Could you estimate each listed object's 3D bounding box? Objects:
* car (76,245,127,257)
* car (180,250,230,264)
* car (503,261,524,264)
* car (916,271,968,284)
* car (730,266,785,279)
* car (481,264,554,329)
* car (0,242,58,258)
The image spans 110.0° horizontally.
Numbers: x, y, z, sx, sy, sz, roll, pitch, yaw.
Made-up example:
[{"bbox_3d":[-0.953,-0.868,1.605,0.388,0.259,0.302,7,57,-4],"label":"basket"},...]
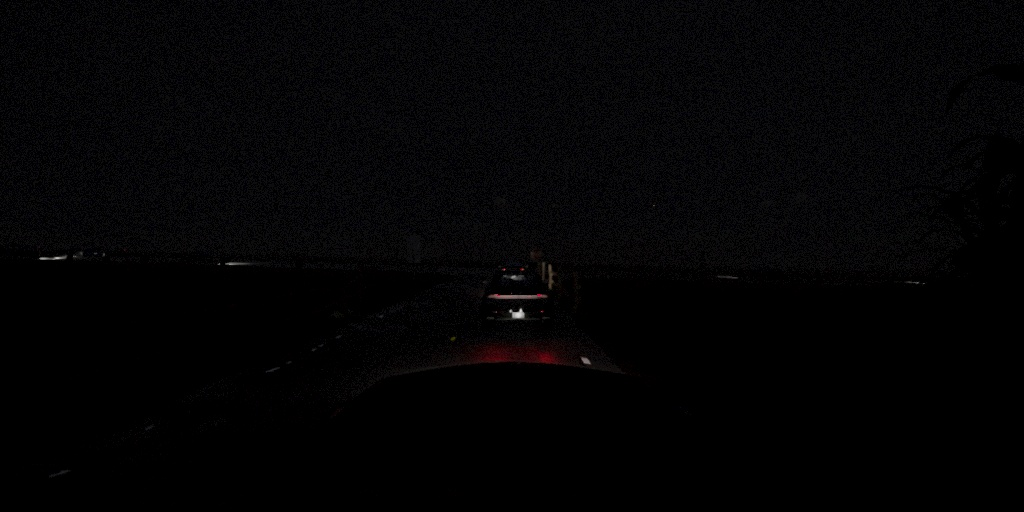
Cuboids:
[{"bbox_3d":[-47.194,-0.581,41.269,4.181,1.385,1.994,2,3,0],"label":"car"},{"bbox_3d":[-32.783,0.034,38.331,4.181,1.385,1.994,2,3,0],"label":"car"},{"bbox_3d":[0.081,1.044,24.237,2.128,1.511,4.902,0,0,0],"label":"car"},{"bbox_3d":[48.926,2.442,40.838,4.181,1.385,1.994,2,3,0],"label":"car"},{"bbox_3d":[28.123,1.822,41.017,5.357,1.411,2.033,2,3,0],"label":"car"},{"bbox_3d":[0.105,1.160,10.854,2.128,1.511,4.902,0,0,-1],"label":"car"},{"bbox_3d":[-51.763,-0.538,38.502,4.181,1.385,1.994,2,3,0],"label":"car"}]
